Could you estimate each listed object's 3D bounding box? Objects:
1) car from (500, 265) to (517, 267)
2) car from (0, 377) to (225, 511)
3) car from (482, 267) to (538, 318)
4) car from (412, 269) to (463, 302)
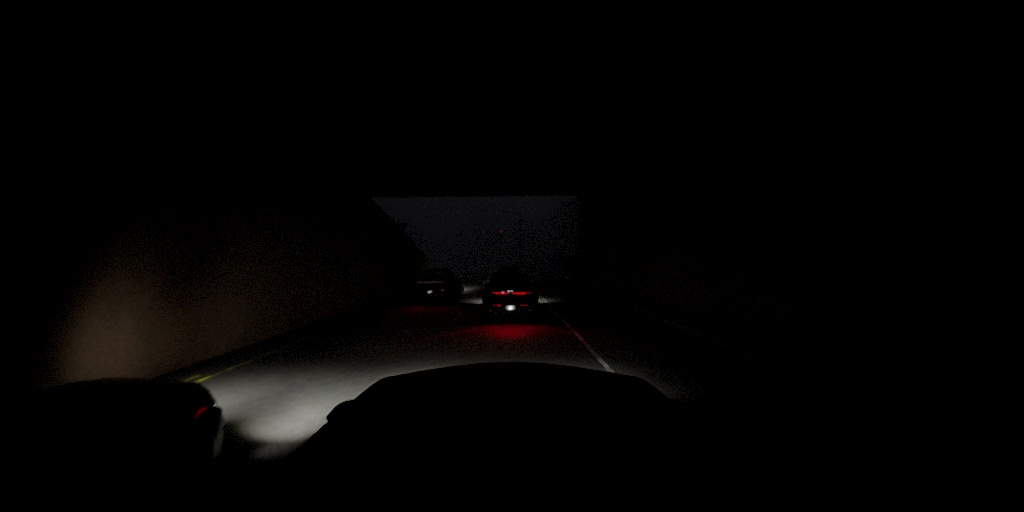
[{"bbox_3d":[-0.263,1.443,27.710,1.837,1.490,4.892,0,-2,-1],"label":"car"},{"bbox_3d":[-3.556,1.274,1.238,1.837,1.490,4.892,0,-1,2],"label":"car"},{"bbox_3d":[-0.067,1.341,13.362,1.837,1.490,4.892,0,0,-1],"label":"car"},{"bbox_3d":[-3.624,1.387,18.076,2.128,1.511,4.902,0,0,-1],"label":"car"}]
